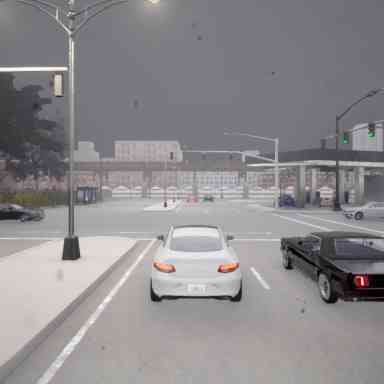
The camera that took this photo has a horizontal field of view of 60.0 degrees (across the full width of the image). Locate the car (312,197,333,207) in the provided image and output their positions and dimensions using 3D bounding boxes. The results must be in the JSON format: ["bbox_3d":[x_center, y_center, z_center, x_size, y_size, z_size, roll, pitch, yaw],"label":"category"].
[{"bbox_3d":[18.973,1.434,48.432,1.970,1.475,3.806,0,0,0],"label":"car"}]

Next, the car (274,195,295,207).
[{"bbox_3d":[13.229,1.262,47.671,2.242,1.667,4.611,0,0,0],"label":"car"}]

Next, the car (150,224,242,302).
[{"bbox_3d":[0.085,1.517,8.133,1.812,1.442,4.674,0,0,0],"label":"car"}]

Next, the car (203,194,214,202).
[{"bbox_3d":[3.526,1.257,72.319,2.097,1.767,4.553,0,0,0],"label":"car"}]

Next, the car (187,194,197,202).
[{"bbox_3d":[0.026,1.250,72.320,2.097,1.767,4.553,0,0,0],"label":"car"}]

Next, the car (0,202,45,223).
[{"bbox_3d":[-13.110,1.467,23.991,4.674,1.442,1.812,0,0,0],"label":"car"}]

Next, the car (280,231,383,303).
[{"bbox_3d":[3.590,1.599,8.116,1.895,1.301,4.718,0,0,0],"label":"car"}]

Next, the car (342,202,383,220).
[{"bbox_3d":[14.898,1.523,27.487,4.674,1.442,1.812,0,0,-1],"label":"car"}]
